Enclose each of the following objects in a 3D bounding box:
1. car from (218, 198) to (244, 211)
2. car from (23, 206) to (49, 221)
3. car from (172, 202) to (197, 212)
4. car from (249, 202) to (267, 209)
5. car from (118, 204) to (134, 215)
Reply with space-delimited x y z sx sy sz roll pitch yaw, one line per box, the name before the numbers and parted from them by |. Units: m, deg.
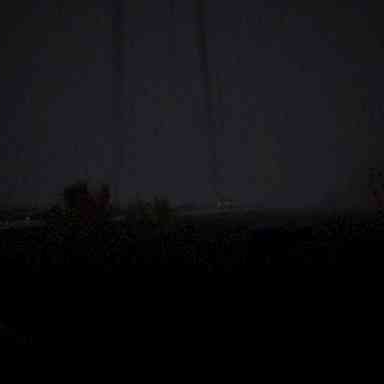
car | 6.427 1.987 54.802 2.150 2.045 5.566 -2 -2 38
car | -13.731 2.087 33.083 2.033 1.411 5.357 -2 -2 36
car | -1.083 2.280 50.597 1.837 1.490 4.892 -2 -2 36
car | 12.649 2.486 63.506 1.895 1.301 4.718 -2 -2 36
car | -7.635 2.200 41.522 2.033 1.411 5.357 -2 -2 37
